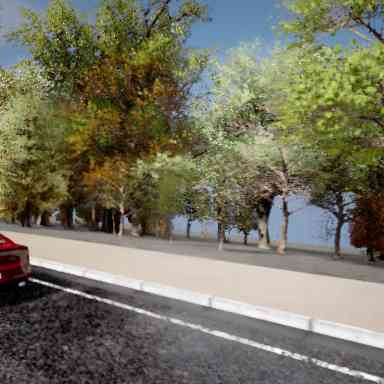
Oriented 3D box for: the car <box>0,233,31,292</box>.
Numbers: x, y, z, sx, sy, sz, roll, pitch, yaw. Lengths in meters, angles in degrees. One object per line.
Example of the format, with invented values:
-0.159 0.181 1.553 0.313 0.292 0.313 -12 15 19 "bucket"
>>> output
-5.789 1.452 7.753 5.008 1.535 1.882 0 0 35 "car"
